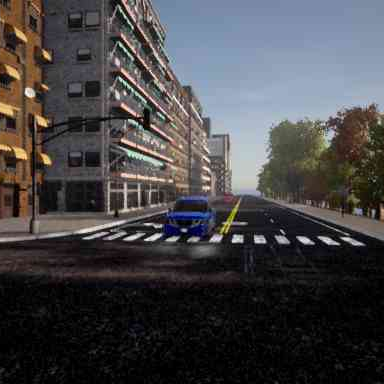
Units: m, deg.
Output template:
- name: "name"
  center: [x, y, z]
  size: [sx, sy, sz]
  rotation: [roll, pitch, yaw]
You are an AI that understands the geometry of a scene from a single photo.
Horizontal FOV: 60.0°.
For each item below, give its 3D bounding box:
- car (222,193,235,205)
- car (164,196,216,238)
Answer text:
- name: "car"
  center: [6.653, 1.251, 60.139]
  size: [2.150, 2.045, 5.566]
  rotation: [0, 0, 9]
- name: "car"
  center: [0.049, 1.332, 18.070]
  size: [2.150, 2.045, 5.566]
  rotation: [0, 2, 9]
